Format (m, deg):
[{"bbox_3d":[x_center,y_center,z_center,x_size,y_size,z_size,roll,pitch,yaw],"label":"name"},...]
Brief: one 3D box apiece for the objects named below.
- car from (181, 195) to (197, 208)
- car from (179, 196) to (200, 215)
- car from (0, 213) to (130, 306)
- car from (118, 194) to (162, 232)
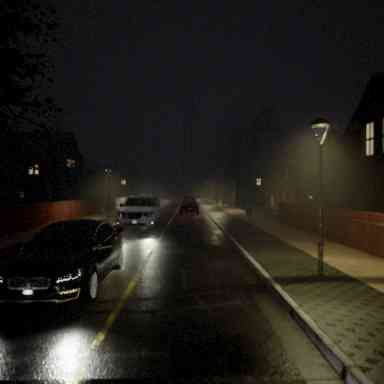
[{"bbox_3d":[-0.381,1.279,46.641,2.097,1.767,4.553,0,0,0],"label":"car"},{"bbox_3d":[-0.244,1.424,33.613,1.882,1.535,5.008,0,0,0],"label":"car"},{"bbox_3d":[-2.931,1.495,8.231,1.837,1.490,4.892,0,0,-2],"label":"car"},{"bbox_3d":[-3.044,1.191,20.205,2.150,2.045,5.566,0,0,-1],"label":"car"}]
